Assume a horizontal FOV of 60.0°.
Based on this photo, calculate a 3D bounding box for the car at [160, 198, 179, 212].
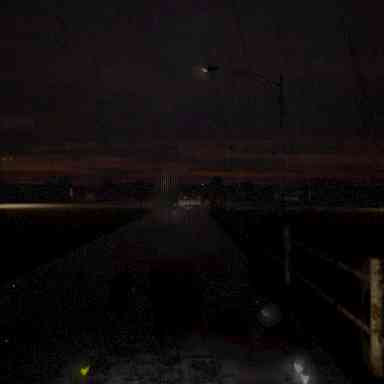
[{"bbox_3d":[-2.756,1.500,41.404,2.097,1.767,4.553,0,0,0],"label":"car"}]
